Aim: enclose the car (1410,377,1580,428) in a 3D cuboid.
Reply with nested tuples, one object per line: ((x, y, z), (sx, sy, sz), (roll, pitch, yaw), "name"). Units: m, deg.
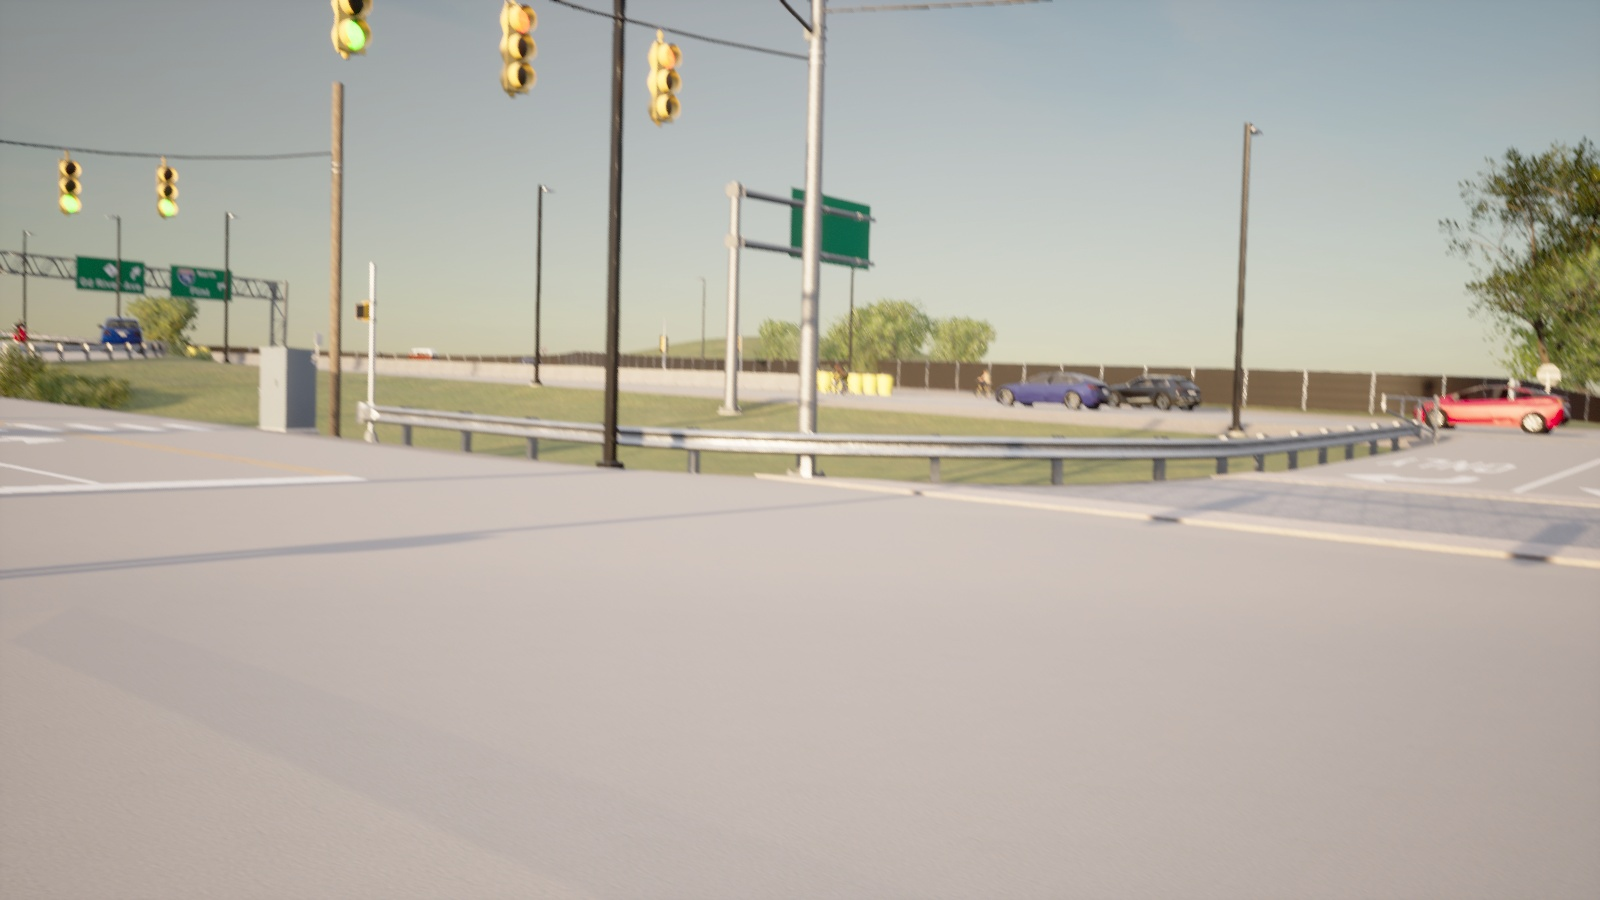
((22.740, -1.590, 41.187), (4.514, 1.525, 2.007), (4, 4, 39), "car")

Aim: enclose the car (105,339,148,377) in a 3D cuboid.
((-39.499, -5.413, 73.572), (2.150, 2.045, 5.566), (-1, 5, -29), "car")

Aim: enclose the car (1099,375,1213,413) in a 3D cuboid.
((16.527, -2.634, 58.504), (2.033, 1.649, 4.856), (-1, 4, -35), "car")

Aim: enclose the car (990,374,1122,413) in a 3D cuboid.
((10.438, -2.311, 51.315), (4.792, 1.488, 2.163), (4, 4, 39), "car")
